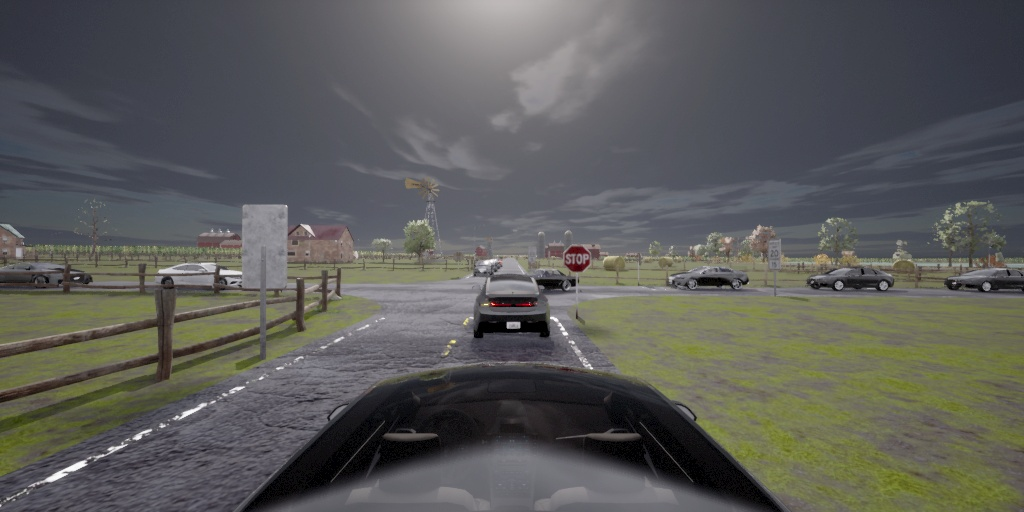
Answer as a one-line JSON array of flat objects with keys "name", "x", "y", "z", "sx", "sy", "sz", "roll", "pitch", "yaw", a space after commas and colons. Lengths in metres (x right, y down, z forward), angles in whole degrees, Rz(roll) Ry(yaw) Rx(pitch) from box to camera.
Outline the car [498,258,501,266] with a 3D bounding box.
[{"name": "car", "x": -2.849, "y": 1.241, "z": 46.337, "sx": 2.128, "sy": 1.511, "sz": 4.902, "roll": 0, "pitch": 0, "yaw": 0}]

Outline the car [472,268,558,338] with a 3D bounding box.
[{"name": "car", "x": -0.073, "y": 1.256, "z": 10.204, "sx": 1.837, "sy": 1.490, "sz": 4.892, "roll": 0, "pitch": 0, "yaw": -3}]

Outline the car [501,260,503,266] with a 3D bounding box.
[{"name": "car", "x": -2.817, "y": 1.240, "z": 55.879, "sx": 2.128, "sy": 1.511, "sz": 4.902, "roll": 0, "pitch": 0, "yaw": 0}]

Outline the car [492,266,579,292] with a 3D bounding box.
[{"name": "car", "x": 1.501, "y": 1.369, "z": 20.250, "sx": 4.718, "sy": 1.301, "sz": 1.895, "roll": 1, "pitch": 0, "yaw": -35}]

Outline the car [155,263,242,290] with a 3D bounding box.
[{"name": "car", "x": -17.242, "y": 1.103, "z": 20.162, "sx": 4.674, "sy": 1.442, "sz": 1.812, "roll": 1, "pitch": -1, "yaw": -1}]

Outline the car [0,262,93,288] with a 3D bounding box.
[{"name": "car", "x": -26.362, "y": 1.048, "z": 20.041, "sx": 4.181, "sy": 1.385, "sz": 1.994, "roll": 1, "pitch": -1, "yaw": -1}]

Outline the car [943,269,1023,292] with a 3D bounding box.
[{"name": "car", "x": 31.704, "y": 1.587, "z": 23.768, "sx": 4.892, "sy": 1.490, "sz": 1.837, "roll": 1, "pitch": -1, "yaw": -1}]

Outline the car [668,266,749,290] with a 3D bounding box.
[{"name": "car", "x": 12.800, "y": 1.397, "z": 23.478, "sx": 4.902, "sy": 1.511, "sz": 2.128, "roll": 1, "pitch": -1, "yaw": -2}]

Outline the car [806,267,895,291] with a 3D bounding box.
[{"name": "car", "x": 22.201, "y": 1.499, "z": 23.648, "sx": 4.892, "sy": 1.490, "sz": 1.837, "roll": 1, "pitch": -1, "yaw": -1}]

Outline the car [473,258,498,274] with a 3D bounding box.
[{"name": "car", "x": -2.856, "y": 1.243, "z": 36.891, "sx": 2.128, "sy": 1.511, "sz": 4.902, "roll": 0, "pitch": 0, "yaw": 0}]
